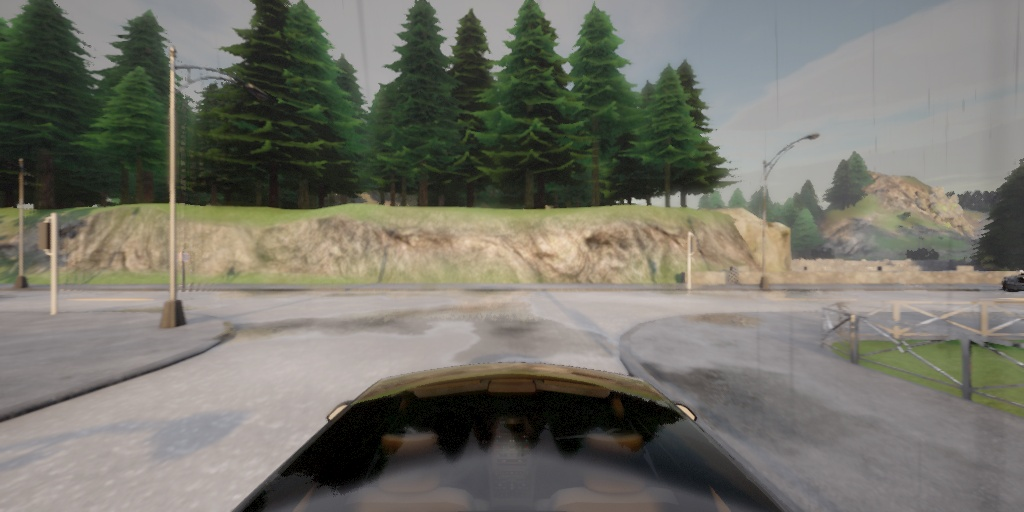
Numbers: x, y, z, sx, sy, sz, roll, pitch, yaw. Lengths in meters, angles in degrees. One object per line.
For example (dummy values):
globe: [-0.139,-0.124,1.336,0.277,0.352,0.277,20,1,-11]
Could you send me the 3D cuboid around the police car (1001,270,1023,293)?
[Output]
police car: [27.866,1.218,18.083,4.974,1.542,2.038,0,0,0]
